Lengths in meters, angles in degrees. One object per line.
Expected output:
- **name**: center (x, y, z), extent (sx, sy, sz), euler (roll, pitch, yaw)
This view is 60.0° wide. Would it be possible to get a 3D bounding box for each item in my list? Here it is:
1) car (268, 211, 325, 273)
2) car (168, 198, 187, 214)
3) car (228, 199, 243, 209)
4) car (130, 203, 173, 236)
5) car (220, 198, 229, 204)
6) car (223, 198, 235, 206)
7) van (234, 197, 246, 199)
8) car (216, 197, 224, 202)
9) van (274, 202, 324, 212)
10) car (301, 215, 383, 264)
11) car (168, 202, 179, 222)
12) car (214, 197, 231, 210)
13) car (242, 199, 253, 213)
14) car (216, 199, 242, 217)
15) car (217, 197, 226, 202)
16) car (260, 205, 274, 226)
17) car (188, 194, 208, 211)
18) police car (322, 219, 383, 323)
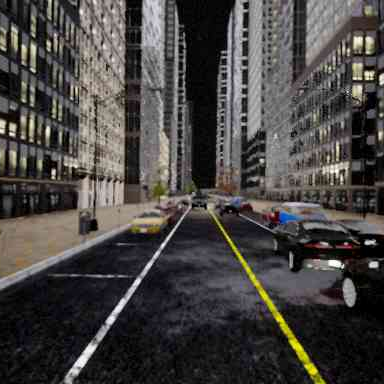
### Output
- **car**: center (3.894, 1.605, 10.966), extent (1.837, 1.490, 4.892), euler (1, 0, 5)
- **car**: center (-1.924, 1.556, 36.016), extent (1.967, 1.590, 4.097), euler (1, 0, 1)
- **car**: center (6.841, 1.846, 52.881), extent (1.887, 1.381, 4.507), euler (1, 0, 1)
- **car**: center (-2.317, 1.568, 18.773), extent (1.752, 1.417, 4.829), euler (1, 0, 1)
- **car**: center (7.359, 1.969, 75.646), extent (1.802, 1.307, 4.206), euler (1, 0, 1)
- **car**: center (7.101, 1.895, 64.263), extent (2.008, 1.369, 4.403), euler (1, 0, 1)
- **van**: center (6.714, 1.620, 47.191), extent (1.690, 1.788, 3.998), euler (1, 0, 1)
- **car**: center (7.749, 1.997, 92.717), extent (2.008, 1.369, 4.403), euler (1, 0, 1)
- **van**: center (6.065, 1.502, 18.738), extent (1.690, 1.788, 3.998), euler (1, 0, 1)
- **car**: center (5.933, 1.702, 13.046), extent (1.947, 1.339, 4.313), euler (1, 0, 1)
- **car**: center (-2.185, 1.650, 24.634), extent (1.802, 1.307, 4.206), euler (1, 0, 1)
- **car**: center (4.005, 1.785, 46.252), extent (2.033, 1.411, 5.357), euler (1, 0, 1)
- **car**: center (6.582, 1.838, 41.499), extent (1.802, 1.307, 4.206), euler (1, 0, 1)
- **car**: center (3.765, 1.715, 34.341), extent (1.812, 1.442, 4.674), euler (1, 0, 2)
- **car**: center (7.620, 1.993, 87.025), extent (1.947, 1.339, 4.313), euler (1, 0, 1)
- **car**: center (6.194, 1.625, 24.429), extent (1.967, 1.590, 4.097), euler (1, 0, 1)
- **car**: center (0.989, 1.413, 45.450), extent (2.150, 2.045, 5.566), euler (1, 0, 1)
- **police car**: center (3.966, 1.502, 5.011), extent (1.930, 1.638, 5.238), euler (1, 0, 1)
